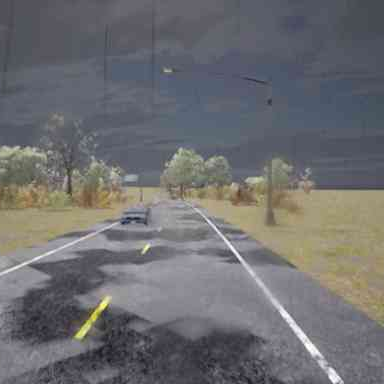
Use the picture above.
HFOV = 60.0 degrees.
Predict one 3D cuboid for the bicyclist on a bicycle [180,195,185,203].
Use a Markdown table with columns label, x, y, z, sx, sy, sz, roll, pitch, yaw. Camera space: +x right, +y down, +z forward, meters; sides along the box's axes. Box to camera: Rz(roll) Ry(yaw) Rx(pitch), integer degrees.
| label | x | y | z | sx | sy | sz | roll | pitch | yaw |
| --- | --- | --- | --- | --- | --- | --- | --- | --- | --- |
| bicyclist on a bicycle | -1.956 | 1.668 | 74.525 | 0.866 | 1.612 | 1.509 | 0 | 0 | -4 |

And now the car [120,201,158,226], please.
| label | x | y | z | sx | sy | sz | roll | pitch | yaw |
| --- | --- | --- | --- | --- | --- | --- | --- | --- | --- |
| car | -3.954 | 1.635 | 24.629 | 2.033 | 1.411 | 5.357 | 0 | 0 | -2 |

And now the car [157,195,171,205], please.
| label | x | y | z | sx | sy | sz | roll | pitch | yaw |
| --- | --- | --- | --- | --- | --- | --- | --- | --- | --- |
| car | -5.787 | 1.567 | 65.428 | 2.097 | 1.767 | 4.553 | 0 | 0 | -3 |

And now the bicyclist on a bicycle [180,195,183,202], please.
| label | x | y | z | sx | sy | sz | roll | pitch | yaw |
| --- | --- | --- | --- | --- | --- | --- | --- | --- | --- |
| bicyclist on a bicycle | -2.682 | 1.624 | 83.521 | 0.659 | 1.776 | 1.843 | 0 | 0 | -5 |
